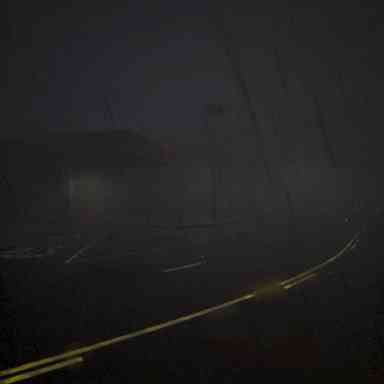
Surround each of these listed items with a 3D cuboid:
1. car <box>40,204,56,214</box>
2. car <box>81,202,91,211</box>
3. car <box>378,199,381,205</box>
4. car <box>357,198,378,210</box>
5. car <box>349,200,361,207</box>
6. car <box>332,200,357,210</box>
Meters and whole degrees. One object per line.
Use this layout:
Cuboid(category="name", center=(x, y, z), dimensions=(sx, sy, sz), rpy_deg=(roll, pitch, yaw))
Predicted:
Cuboid(category="car", center=(-21.628, 2.540, 51.301), dimensions=(3.806, 1.475, 1.970), rpy_deg=(-1, -1, 31))
Cuboid(category="car", center=(-19.353, 2.455, 56.633), dimensions=(4.611, 1.667, 2.242), rpy_deg=(-1, -1, 31))
Cuboid(category="car", center=(37.997, 2.405, 69.896), dimensions=(1.882, 1.535, 5.008), rpy_deg=(-1, -1, 31))
Cuboid(category="car", center=(29.651, 2.103, 56.008), dimensions=(2.097, 1.767, 4.553), rpy_deg=(-1, -1, 31))
Cuboid(category="car", center=(35.381, 2.544, 72.337), dimensions=(1.994, 1.385, 4.181), rpy_deg=(-1, -1, 31))
Cuboid(category="car", center=(26.504, 2.318, 58.534), dimensions=(4.902, 1.511, 2.128), rpy_deg=(0, 0, -41))
